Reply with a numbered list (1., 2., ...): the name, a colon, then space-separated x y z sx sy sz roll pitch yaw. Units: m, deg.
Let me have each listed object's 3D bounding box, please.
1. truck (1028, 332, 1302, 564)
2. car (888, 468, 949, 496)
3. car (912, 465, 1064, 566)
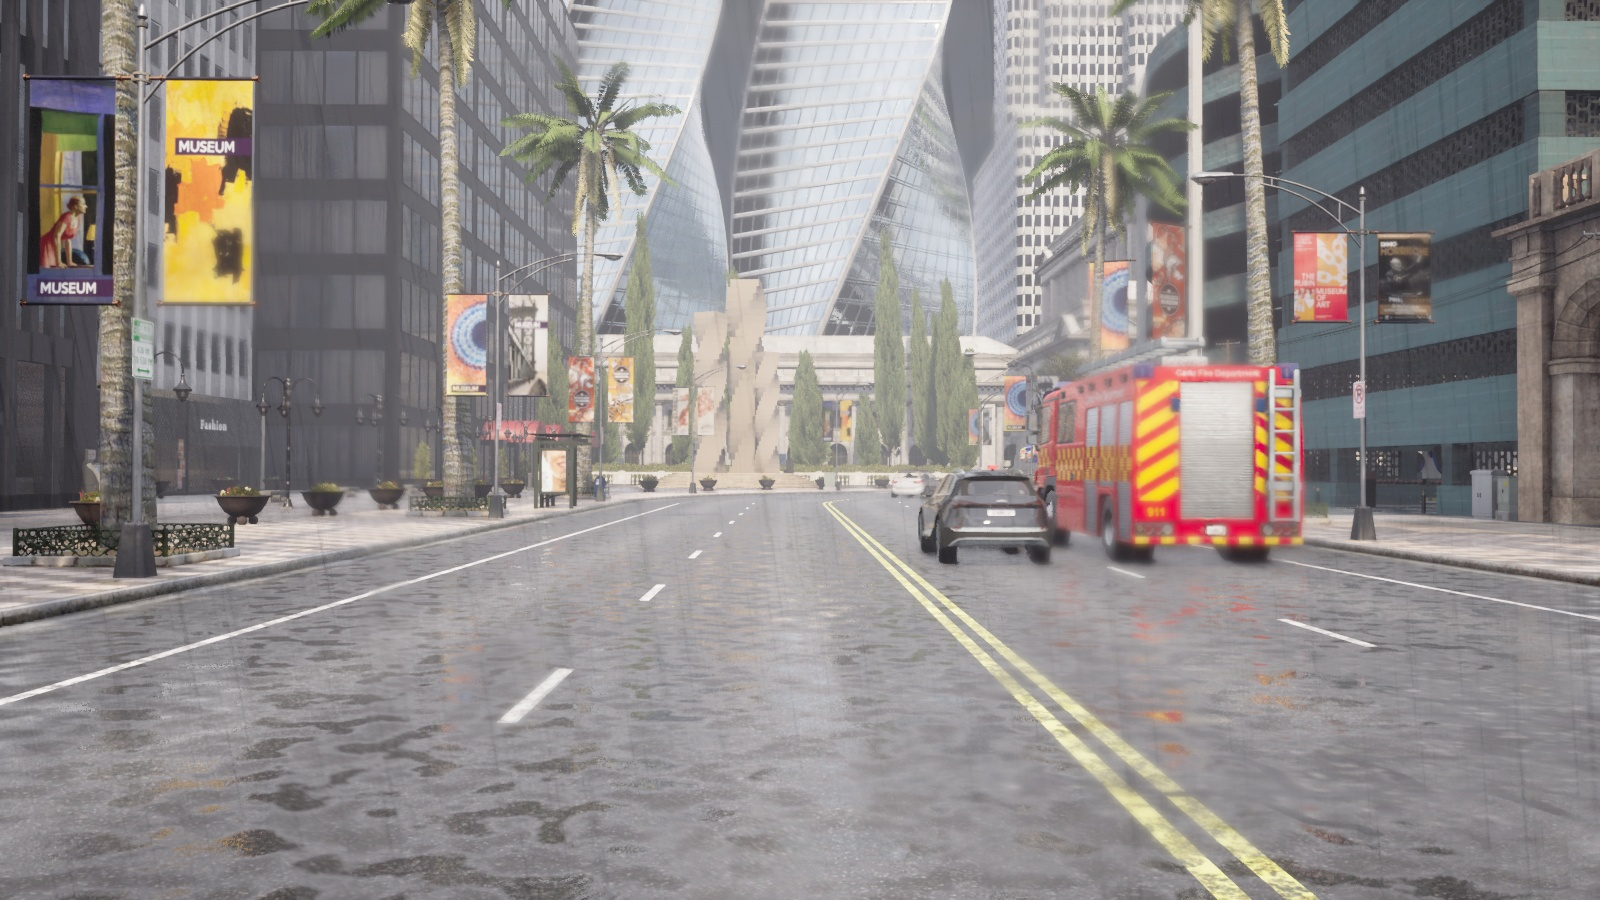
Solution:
1. truck: 6.799 0.042 25.001 2.891 3.827 8.468 0 -1 0
2. car: 7.229 1.905 76.124 2.242 1.667 4.611 -1 -1 25
3. car: 3.319 1.119 23.136 2.033 1.649 4.856 0 -1 0
